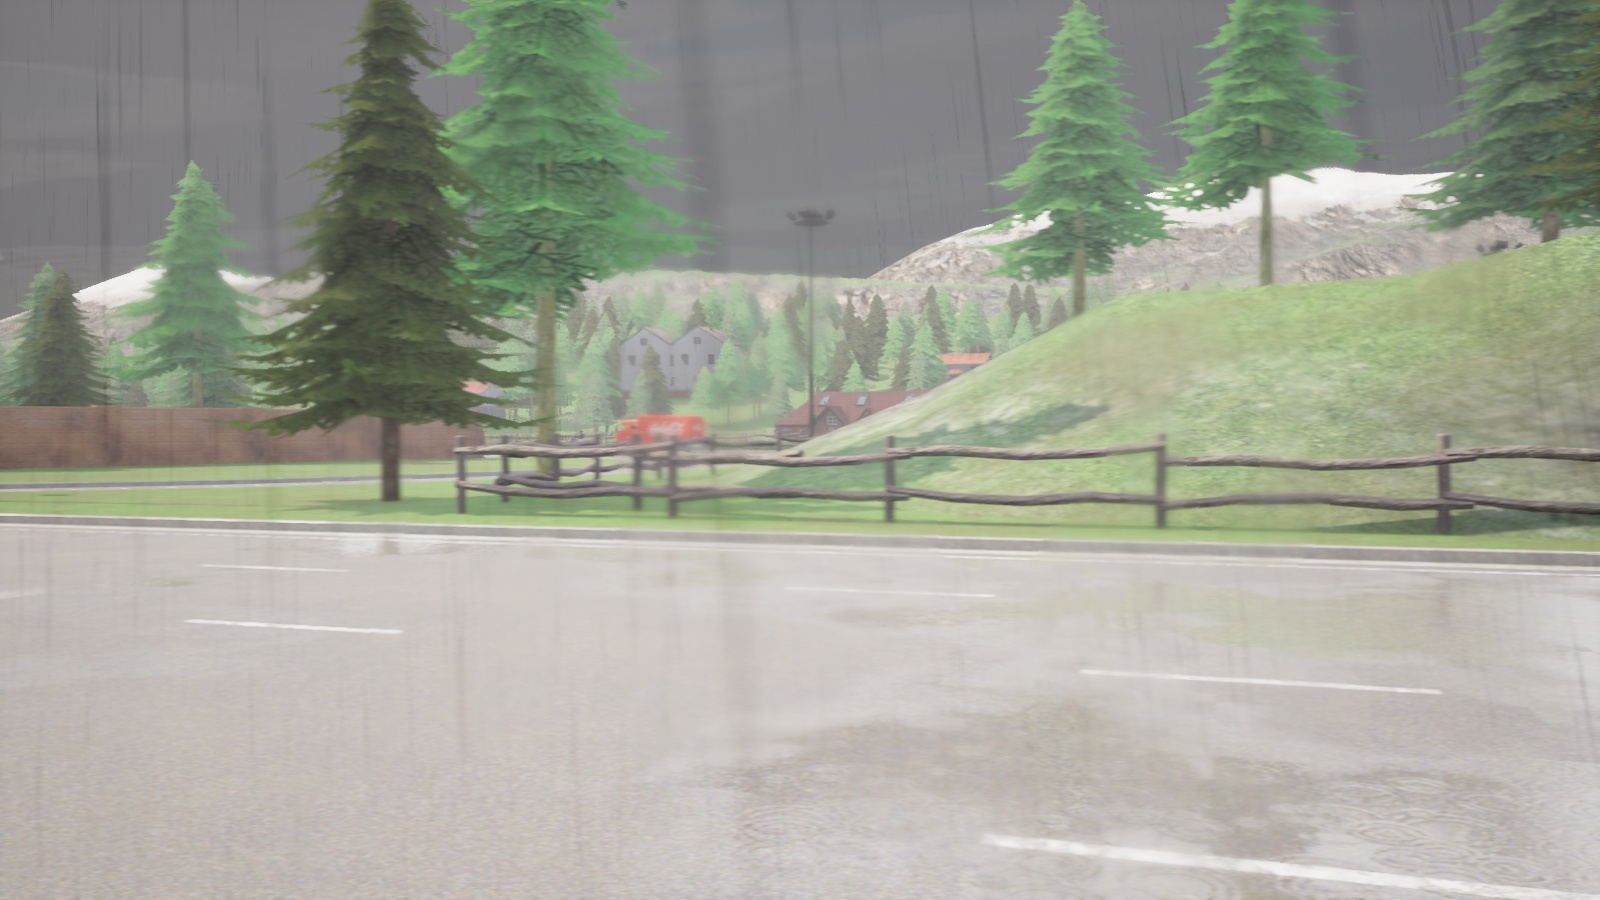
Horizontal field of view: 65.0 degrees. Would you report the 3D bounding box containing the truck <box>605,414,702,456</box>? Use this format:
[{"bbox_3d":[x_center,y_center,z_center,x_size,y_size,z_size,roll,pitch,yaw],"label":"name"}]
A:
[{"bbox_3d":[-8.847,-0.918,75.957,5.204,2.467,2.627,1,1,19],"label":"truck"}]
